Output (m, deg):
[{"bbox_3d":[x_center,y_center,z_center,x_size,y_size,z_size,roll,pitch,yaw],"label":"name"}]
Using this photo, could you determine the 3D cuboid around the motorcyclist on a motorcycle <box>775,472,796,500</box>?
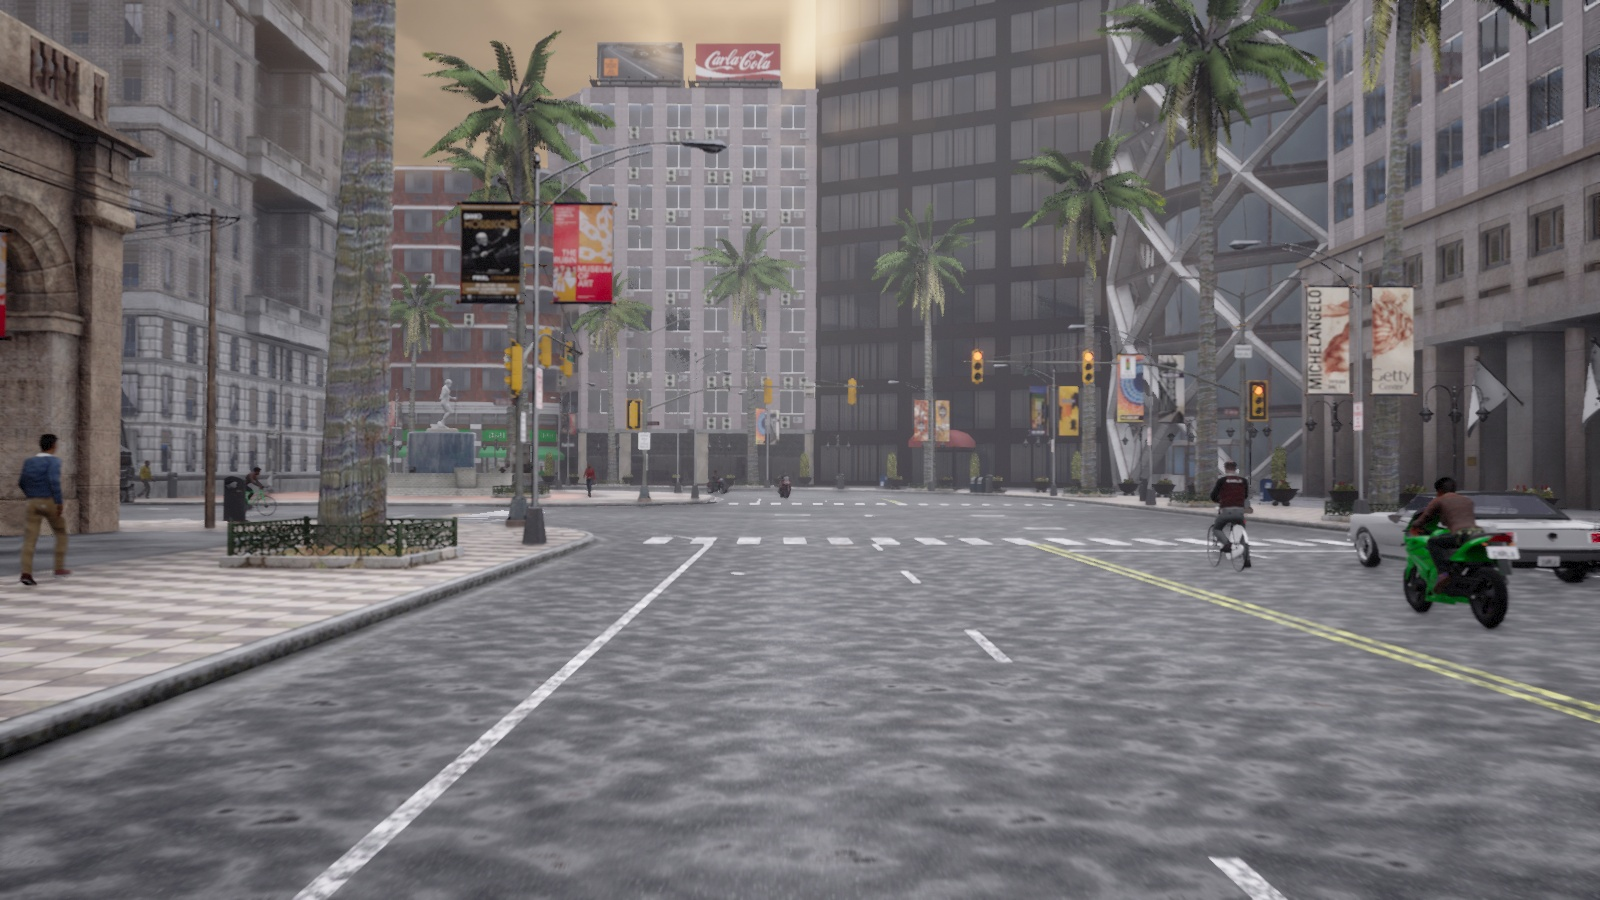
[{"bbox_3d":[-0.849,2.065,72.391,0.866,1.530,2.191,0,-1,-11],"label":"motorcyclist on a motorcycle"}]

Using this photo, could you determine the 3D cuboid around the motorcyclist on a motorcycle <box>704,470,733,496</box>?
[{"bbox_3d":[-5.453,2.191,83.872,0.766,1.649,2.350,0,-1,-35],"label":"motorcyclist on a motorcycle"}]

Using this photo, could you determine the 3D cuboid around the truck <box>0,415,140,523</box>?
[{"bbox_3d":[-26.770,0.643,41.933,7.936,3.462,2.891,0,-1,0],"label":"truck"}]

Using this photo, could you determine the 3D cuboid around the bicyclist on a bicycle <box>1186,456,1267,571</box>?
[{"bbox_3d":[6.892,0.999,20.374,0.659,1.776,1.843,0,-1,0],"label":"bicyclist on a bicycle"}]

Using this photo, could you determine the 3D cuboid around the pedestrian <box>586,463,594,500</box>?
[{"bbox_3d":[-10.627,1.579,63.585,0.331,1.846,0.636,0,-1,-1],"label":"pedestrian"}]

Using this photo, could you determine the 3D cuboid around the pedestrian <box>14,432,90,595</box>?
[{"bbox_3d":[-9.148,0.766,15.385,0.423,1.949,0.788,0,-1,3],"label":"pedestrian"}]

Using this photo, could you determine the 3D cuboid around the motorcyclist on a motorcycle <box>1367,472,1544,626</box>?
[{"bbox_3d":[6.929,0.993,13.413,0.797,1.523,2.044,0,-1,0],"label":"motorcyclist on a motorcycle"}]

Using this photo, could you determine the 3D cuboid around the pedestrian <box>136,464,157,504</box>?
[{"bbox_3d":[-29.633,1.545,56.976,0.709,1.840,0.431,0,-1,5],"label":"pedestrian"}]

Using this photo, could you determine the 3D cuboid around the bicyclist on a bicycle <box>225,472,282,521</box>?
[{"bbox_3d":[-18.271,1.544,41.996,1.656,1.620,0.582,0,-1,0],"label":"bicyclist on a bicycle"}]

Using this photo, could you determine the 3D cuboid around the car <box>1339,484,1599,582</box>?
[{"bbox_3d":[10.381,1.202,19.640,1.895,1.301,4.718,0,-1,0],"label":"car"}]
